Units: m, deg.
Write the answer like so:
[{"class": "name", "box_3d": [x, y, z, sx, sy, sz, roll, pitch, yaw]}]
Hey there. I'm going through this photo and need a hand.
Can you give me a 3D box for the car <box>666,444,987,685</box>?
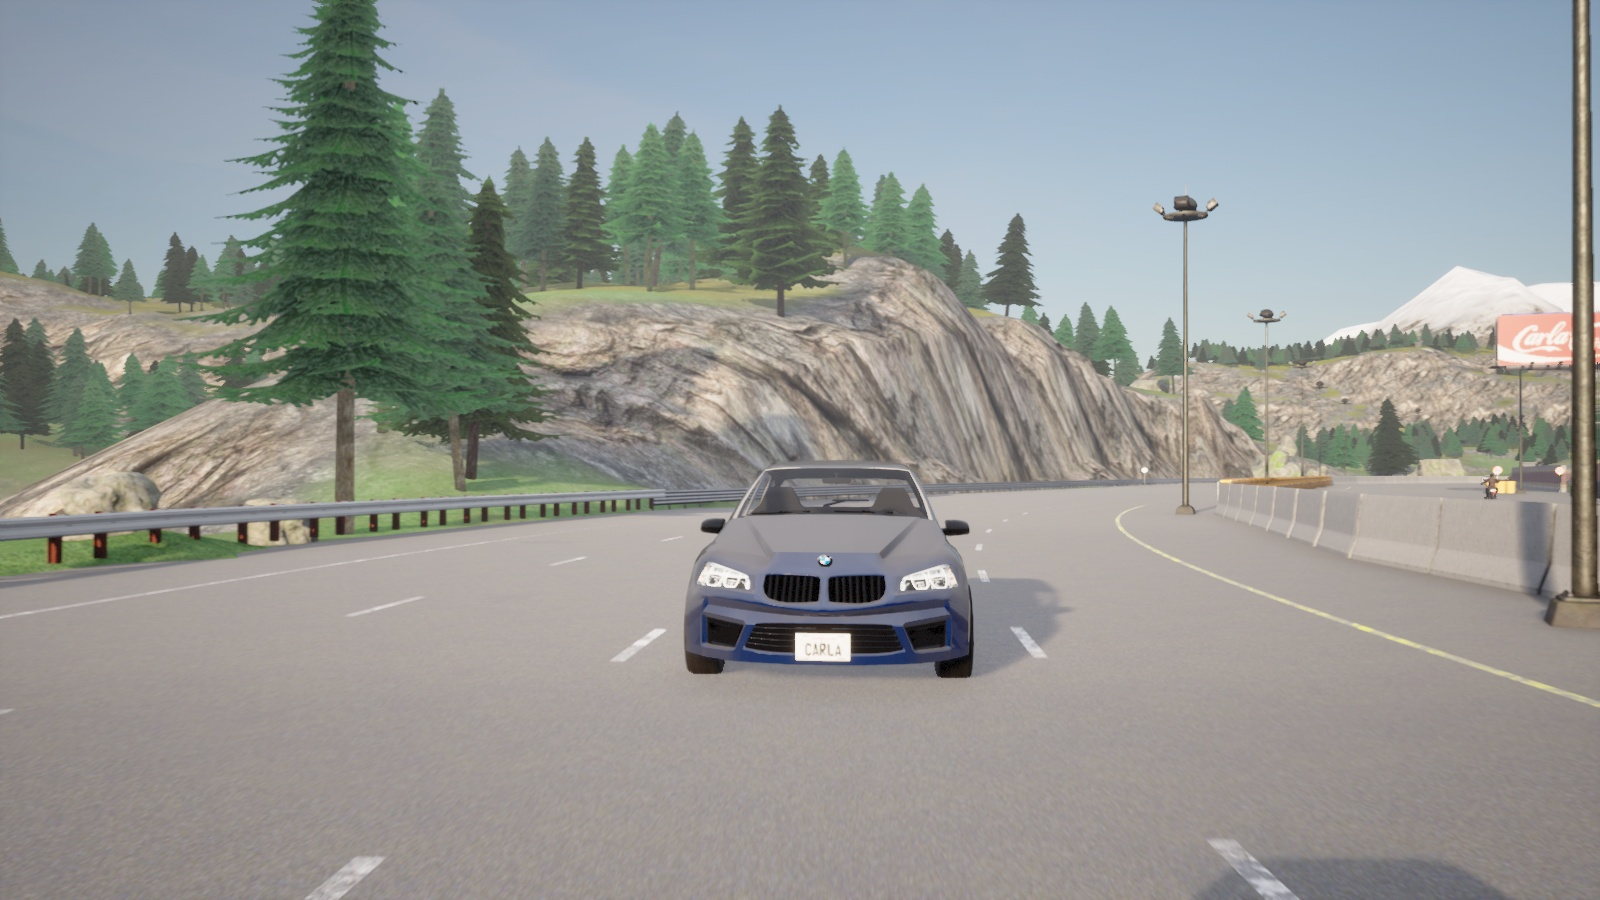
[{"class": "car", "box_3d": [0.340, 0.845, 11.097, 2.242, 1.667, 4.611, 0, -1, 4]}]
